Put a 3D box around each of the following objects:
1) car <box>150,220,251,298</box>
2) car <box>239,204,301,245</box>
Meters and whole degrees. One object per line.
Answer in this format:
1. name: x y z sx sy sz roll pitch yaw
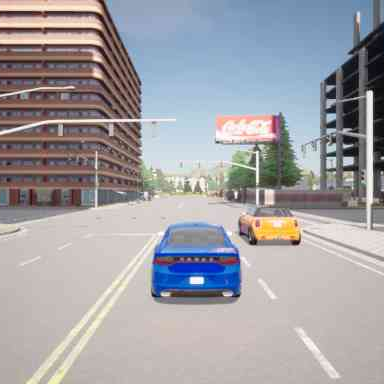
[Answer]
1. car: 0.085 1.478 8.598 1.882 1.535 5.008 0 0 0
2. car: 3.472 1.352 15.687 2.097 1.767 4.553 0 0 0
